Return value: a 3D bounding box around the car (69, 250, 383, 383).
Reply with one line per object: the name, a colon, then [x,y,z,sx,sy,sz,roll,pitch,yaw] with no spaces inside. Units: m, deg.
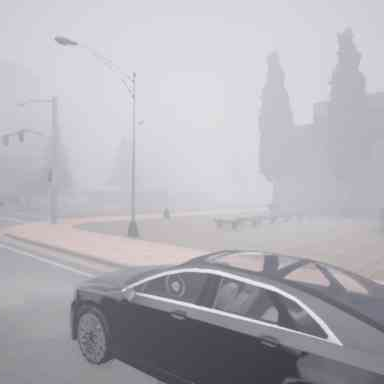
car: [0.437,1.482,4.020,4.902,1.511,2.128,1,0,39]
